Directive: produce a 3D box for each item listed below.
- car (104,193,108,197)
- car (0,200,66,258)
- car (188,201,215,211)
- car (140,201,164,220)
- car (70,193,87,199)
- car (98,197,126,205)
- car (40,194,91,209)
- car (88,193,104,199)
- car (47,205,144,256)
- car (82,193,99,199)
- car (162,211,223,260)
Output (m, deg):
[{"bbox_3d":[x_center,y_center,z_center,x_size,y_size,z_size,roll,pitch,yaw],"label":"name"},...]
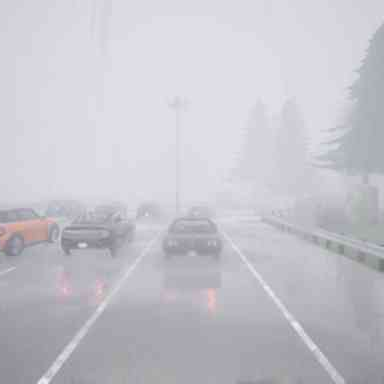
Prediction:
[{"bbox_3d":[-23.314,1.067,87.332,1.837,1.490,4.892,0,0,12],"label":"car"},{"bbox_3d":[-6.956,1.344,12.925,2.097,1.767,4.553,0,0,1],"label":"car"},{"bbox_3d":[0.833,1.509,28.724,1.812,1.442,4.674,0,0,11],"label":"car"},{"bbox_3d":[-3.483,1.490,28.068,1.837,1.490,4.892,0,0,0],"label":"car"},{"bbox_3d":[-30.154,1.091,88.820,2.128,1.511,4.902,0,0,12],"label":"car"},{"bbox_3d":[-6.976,1.461,29.234,1.882,1.535,5.008,0,0,0],"label":"car"},{"bbox_3d":[-10.484,1.336,27.932,2.097,1.767,4.553,0,0,0],"label":"car"},{"bbox_3d":[-21.150,1.186,70.838,2.150,2.045,5.566,0,0,0],"label":"car"},{"bbox_3d":[-3.457,1.485,13.015,2.128,1.511,4.902,0,0,1],"label":"car"},{"bbox_3d":[-26.734,1.091,88.076,2.128,1.511,4.902,0,0,12],"label":"car"},{"bbox_3d":[0.037,1.594,12.400,1.895,1.301,4.718,0,0,1],"label":"car"}]
